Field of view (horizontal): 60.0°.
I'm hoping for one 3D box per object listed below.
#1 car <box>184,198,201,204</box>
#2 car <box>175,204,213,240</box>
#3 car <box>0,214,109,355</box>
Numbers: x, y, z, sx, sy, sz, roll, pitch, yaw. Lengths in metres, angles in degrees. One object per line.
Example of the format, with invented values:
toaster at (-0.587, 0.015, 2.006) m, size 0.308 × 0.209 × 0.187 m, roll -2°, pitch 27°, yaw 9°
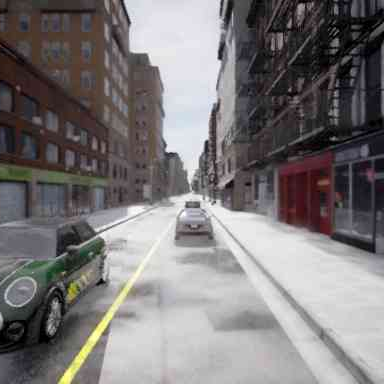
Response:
car at (0.093, 1.476, 40.016) m, size 2.128 × 1.511 × 4.902 m, roll 0°, pitch 0°, yaw 0°
car at (0.097, 1.536, 16.994) m, size 2.033 × 1.411 × 5.357 m, roll 0°, pitch 0°, yaw 0°
car at (-3.100, 1.348, 6.381) m, size 2.097 × 1.767 × 4.553 m, roll 0°, pitch 0°, yaw 0°
